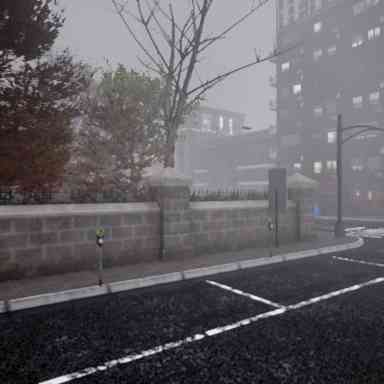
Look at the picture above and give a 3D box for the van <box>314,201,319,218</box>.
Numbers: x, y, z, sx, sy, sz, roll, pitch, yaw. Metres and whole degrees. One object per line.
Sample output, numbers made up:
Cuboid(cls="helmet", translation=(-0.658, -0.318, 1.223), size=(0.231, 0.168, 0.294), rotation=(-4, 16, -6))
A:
Cuboid(cls="van", translation=(10.391, 1.699, 32.599), size=(1.690, 1.788, 3.998), rotation=(-1, 0, -36))
